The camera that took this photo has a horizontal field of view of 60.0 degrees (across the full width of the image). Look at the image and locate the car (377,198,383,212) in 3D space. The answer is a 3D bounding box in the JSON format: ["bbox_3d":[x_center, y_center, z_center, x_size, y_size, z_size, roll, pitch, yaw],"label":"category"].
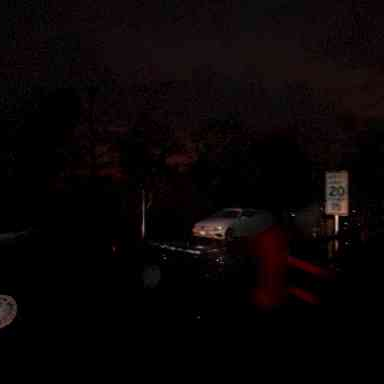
[{"bbox_3d":[22.242,1.379,36.887,1.812,1.442,4.674,1,1,45],"label":"car"}]

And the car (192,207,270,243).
[{"bbox_3d":[2.033,1.470,15.938,1.812,1.442,4.674,1,1,43],"label":"car"}]

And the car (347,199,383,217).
[{"bbox_3d":[15.347,1.391,29.777,1.837,1.490,4.892,1,1,44],"label":"car"}]

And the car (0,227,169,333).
[{"bbox_3d":[-2.687,1.454,6.854,1.882,1.535,5.008,0,0,44],"label":"car"}]

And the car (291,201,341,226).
[{"bbox_3d":[8.583,1.421,22.771,1.837,1.490,4.892,1,1,44],"label":"car"}]
